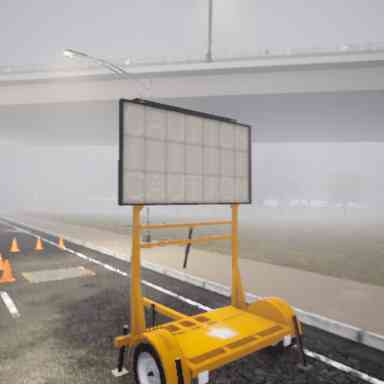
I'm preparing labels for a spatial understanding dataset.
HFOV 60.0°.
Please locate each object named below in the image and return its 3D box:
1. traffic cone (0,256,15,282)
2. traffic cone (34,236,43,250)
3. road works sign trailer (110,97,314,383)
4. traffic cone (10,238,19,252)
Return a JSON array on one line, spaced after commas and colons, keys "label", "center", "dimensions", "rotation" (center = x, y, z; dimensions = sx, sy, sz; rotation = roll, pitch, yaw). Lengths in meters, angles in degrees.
[{"label": "traffic cone", "center": [-5.192, 2.190, 9.357], "dimensions": [0.340, 0.580, 0.340], "rotation": [1, -2, -36]}, {"label": "traffic cone", "center": [-7.082, 2.339, 15.390], "dimensions": [0.340, 0.580, 0.340], "rotation": [1, -2, -36]}, {"label": "road works sign trailer", "center": [-0.113, 0.590, 4.951], "dimensions": [2.380, 3.560, 2.880], "rotation": [1, -2, -39]}, {"label": "traffic cone", "center": [-7.891, 2.325, 14.805], "dimensions": [0.340, 0.580, 0.340], "rotation": [1, -2, -36]}]
